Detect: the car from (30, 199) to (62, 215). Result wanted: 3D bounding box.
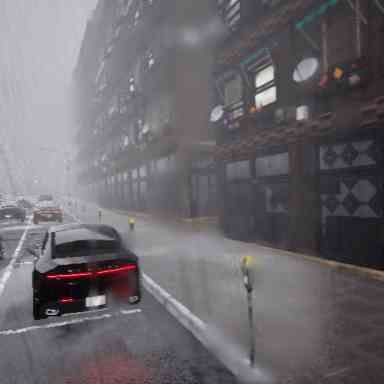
[{"bbox_3d":[-10.058,1.425,23.267,1.887,1.381,4.507,0,0,-24],"label":"car"}]

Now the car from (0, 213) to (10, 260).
[{"bbox_3d":[-6.551,1.559,9.331,1.994,1.385,4.181,-2,1,-24],"label":"car"}]

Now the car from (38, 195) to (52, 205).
[{"bbox_3d":[-23.625,1.239,53.553,1.967,1.590,4.097,0,0,-24],"label":"car"}]

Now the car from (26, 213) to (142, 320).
[{"bbox_3d":[-2.493,1.441,7.401,1.837,1.490,4.892,-2,1,-24],"label":"car"}]

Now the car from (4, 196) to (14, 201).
[{"bbox_3d":[-44.345,1.559,80.707,1.802,1.307,4.206,0,0,-24],"label":"car"}]

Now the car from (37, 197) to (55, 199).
[{"bbox_3d":[-12.313,1.408,28.316,1.887,1.381,4.507,0,0,-24],"label":"car"}]

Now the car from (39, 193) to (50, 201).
[{"bbox_3d":[-32.650,1.095,73.754,2.192,1.841,5.009,0,0,-24],"label":"car"}]

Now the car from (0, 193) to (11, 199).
[{"bbox_3d":[-22.451,1.187,37.871,2.150,2.045,5.566,-2,0,-24],"label":"car"}]

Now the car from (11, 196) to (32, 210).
[{"bbox_3d":[-20.611,1.413,40.562,1.812,1.442,4.674,-2,1,-24],"label":"car"}]

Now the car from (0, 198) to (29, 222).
[{"bbox_3d":[-13.426,1.459,24.718,1.812,1.442,4.674,-2,1,-24],"label":"car"}]

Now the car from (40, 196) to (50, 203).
[{"bbox_3d":[-28.137,1.368,63.654,1.802,1.307,4.206,0,0,-24],"label":"car"}]

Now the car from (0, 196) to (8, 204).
[{"bbox_3d":[-37.578,1.521,65.556,1.887,1.381,4.507,0,0,-24],"label":"car"}]

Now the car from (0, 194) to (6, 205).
[{"bbox_3d":[-35.322,1.295,60.505,2.192,1.841,5.009,0,0,-24],"label":"car"}]

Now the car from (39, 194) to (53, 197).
[{"bbox_3d":[-14.563,1.288,33.369,1.967,1.590,4.097,0,0,-24],"label":"car"}]
